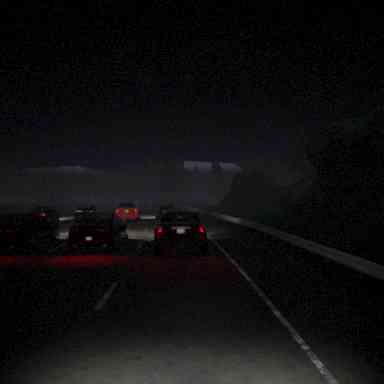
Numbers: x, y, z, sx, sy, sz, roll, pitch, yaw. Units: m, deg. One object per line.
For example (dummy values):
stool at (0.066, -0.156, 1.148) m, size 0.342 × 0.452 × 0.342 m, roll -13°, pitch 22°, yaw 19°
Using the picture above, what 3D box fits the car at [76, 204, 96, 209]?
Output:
car at (-9.306, 1.816, 29.754) m, size 2.128 × 1.511 × 4.902 m, roll 0°, pitch 0°, yaw -8°

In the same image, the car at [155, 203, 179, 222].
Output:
car at (-2.374, 1.837, 30.731) m, size 1.837 × 1.490 × 4.892 m, roll 0°, pitch 0°, yaw -8°

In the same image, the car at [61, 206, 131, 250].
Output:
car at (-4.128, 1.642, 15.164) m, size 1.882 × 1.535 × 5.008 m, roll 0°, pitch 0°, yaw -4°

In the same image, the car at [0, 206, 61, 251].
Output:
car at (-7.621, 1.642, 14.944) m, size 1.882 × 1.535 × 5.008 m, roll 0°, pitch 0°, yaw -4°

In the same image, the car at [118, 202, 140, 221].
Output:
car at (-5.832, 1.677, 30.170) m, size 2.097 × 1.767 × 4.553 m, roll 0°, pitch -1°, yaw -8°

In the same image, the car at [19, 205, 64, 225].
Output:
car at (-12.622, 1.857, 28.293) m, size 2.033 × 1.411 × 5.357 m, roll 0°, pitch -1°, yaw -8°

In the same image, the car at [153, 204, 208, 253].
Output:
car at (-0.571, 1.508, 14.576) m, size 2.097 × 1.767 × 4.553 m, roll 0°, pitch -1°, yaw -4°
